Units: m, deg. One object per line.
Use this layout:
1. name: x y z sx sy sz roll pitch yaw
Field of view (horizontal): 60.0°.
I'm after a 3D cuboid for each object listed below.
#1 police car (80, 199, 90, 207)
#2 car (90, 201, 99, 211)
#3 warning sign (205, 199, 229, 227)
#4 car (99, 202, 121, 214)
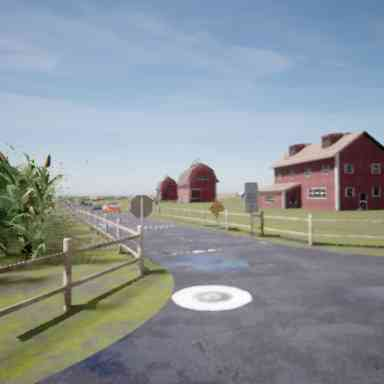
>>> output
1. police car: -27.168 3.016 86.710 1.930 1.638 5.238 -1 -1 -23
2. car: -16.926 2.663 60.712 1.994 1.385 4.181 -1 -1 -23
3. warning sign: 1.705 1.426 22.820 1.300 1.860 1.060 -1 -1 -23
4. car: -11.782 2.215 48.604 2.097 1.767 4.553 -1 -1 -23
